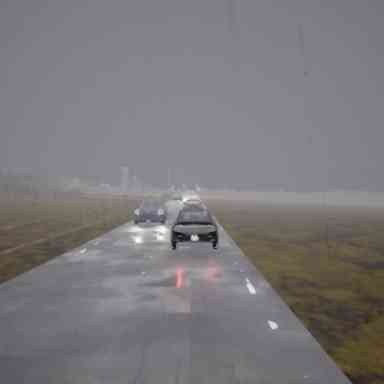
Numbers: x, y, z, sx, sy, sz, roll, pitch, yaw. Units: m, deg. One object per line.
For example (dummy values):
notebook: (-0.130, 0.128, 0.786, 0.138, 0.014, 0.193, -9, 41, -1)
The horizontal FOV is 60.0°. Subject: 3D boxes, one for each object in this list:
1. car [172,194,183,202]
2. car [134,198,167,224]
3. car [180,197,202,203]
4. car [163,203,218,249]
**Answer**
car: (-2.775, 1.074, 64.420, 1.882, 1.535, 5.008, 0, 1, 1)
car: (-2.849, 1.298, 23.985, 2.097, 1.767, 4.553, 0, 0, 0)
car: (0.098, 1.425, 31.998, 1.812, 1.442, 4.674, 0, 0, 0)
car: (0.099, 1.473, 14.584, 2.128, 1.511, 4.902, 0, 0, 0)
